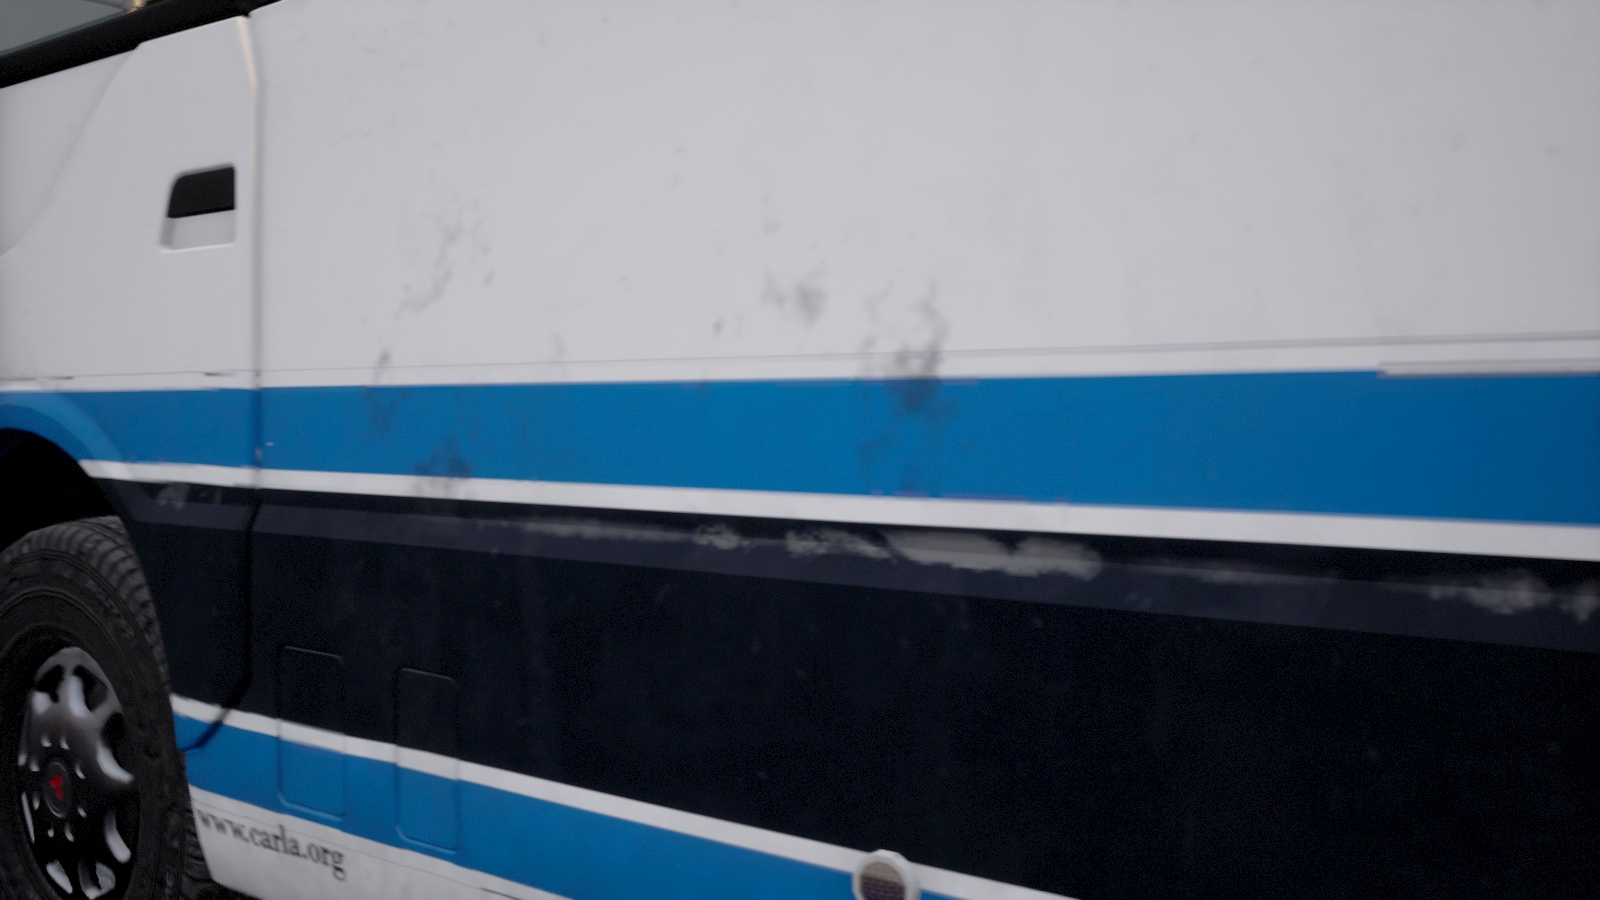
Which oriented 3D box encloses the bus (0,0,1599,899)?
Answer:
[{"bbox_3d":[1.554,-0.695,2.565,10.273,4.253,3.944,0,1,34],"label":"bus"}]
